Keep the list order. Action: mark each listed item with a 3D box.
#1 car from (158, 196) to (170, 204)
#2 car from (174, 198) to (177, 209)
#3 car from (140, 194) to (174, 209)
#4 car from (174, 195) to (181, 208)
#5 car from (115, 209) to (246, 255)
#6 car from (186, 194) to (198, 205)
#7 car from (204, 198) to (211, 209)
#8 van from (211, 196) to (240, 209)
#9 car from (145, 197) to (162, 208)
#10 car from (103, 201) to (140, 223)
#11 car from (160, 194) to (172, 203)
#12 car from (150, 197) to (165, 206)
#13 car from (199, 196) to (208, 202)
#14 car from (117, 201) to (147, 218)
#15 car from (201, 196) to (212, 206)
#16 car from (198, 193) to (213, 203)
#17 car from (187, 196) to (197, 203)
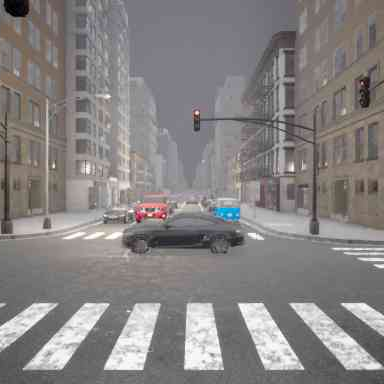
[{"bbox_3d":[-5.464,1.547,64.683,1.947,1.339,4.313,0,0,0],"label":"car"},{"bbox_3d":[-2.894,1.599,35.409,1.895,1.301,4.718,0,0,0],"label":"car"},{"bbox_3d":[-2.878,1.220,25.592,2.150,2.045,5.566,0,0,0],"label":"car"},{"bbox_3d":[-2.889,1.500,45.469,1.837,1.490,4.892,0,0,0],"label":"car"},{"bbox_3d":[-0.304,1.532,12.747,4.674,1.442,1.812,0,0,0],"label":"car"},{"bbox_3d":[0.026,1.550,58.785,1.994,1.385,4.181,0,0,0],"label":"car"},{"bbox_3d":[2.594,1.580,36.290,1.802,1.307,4.206,0,0,0],"label":"car"},{"bbox_3d":[2.607,1.340,24.928,1.690,1.788,3.998,0,0,0],"label":"van"},{"bbox_3d":[-5.444,1.519,47.468,1.752,1.417,4.829,0,0,0],"label":"car"},{"bbox_3d":[-5.418,1.549,24.910,2.008,1.369,4.403,0,0,0],"label":"car"},{"bbox_3d":[-5.471,1.292,70.365,2.192,1.841,5.009,0,0,0],"label":"car"},{"bbox_3d":[-5.451,1.556,53.320,1.947,1.339,4.313,0,0,0],"label":"car"},{"bbox_3d":[2.547,1.524,76.060,2.008,1.369,4.403,0,0,0],"label":"car"},{"bbox_3d":[-5.425,1.543,30.592,1.887,1.381,4.507,0,0,0],"label":"car"},{"bbox_3d":[2.581,1.576,47.653,1.802,1.307,4.206,0,0,0],"label":"car"},{"bbox_3d":[2.574,1.305,53.335,2.192,1.841,5.009,0,0,0],"label":"car"},{"bbox_3d":[0.016,1.579,68.732,1.895,1.301,4.718,0,0,0],"label":"car"}]
